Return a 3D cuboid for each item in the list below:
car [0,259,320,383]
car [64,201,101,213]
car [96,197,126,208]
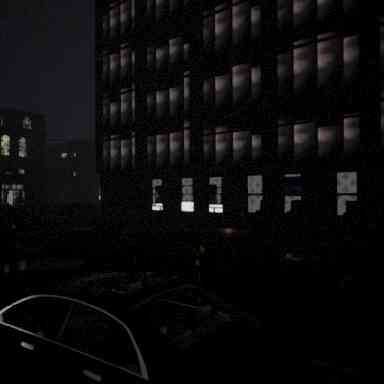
[{"bbox_3d":[-0.978,1.550,3.574,4.403,1.369,2.008,0,0,35],"label":"car"},{"bbox_3d":[-12.196,1.674,37.287,1.802,1.307,4.206,-1,-1,36],"label":"car"},{"bbox_3d":[-12.416,1.631,51.193,1.967,1.590,4.097,-1,-1,36],"label":"car"}]
